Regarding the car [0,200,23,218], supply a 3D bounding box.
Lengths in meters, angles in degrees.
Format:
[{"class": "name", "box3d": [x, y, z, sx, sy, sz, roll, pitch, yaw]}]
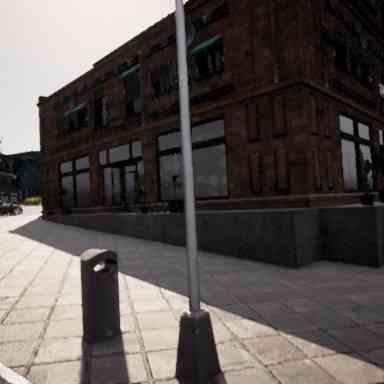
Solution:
[{"class": "car", "box3d": [-14.888, 1.325, 24.930, 2.128, 1.511, 4.902, -3, 1, 10]}]
